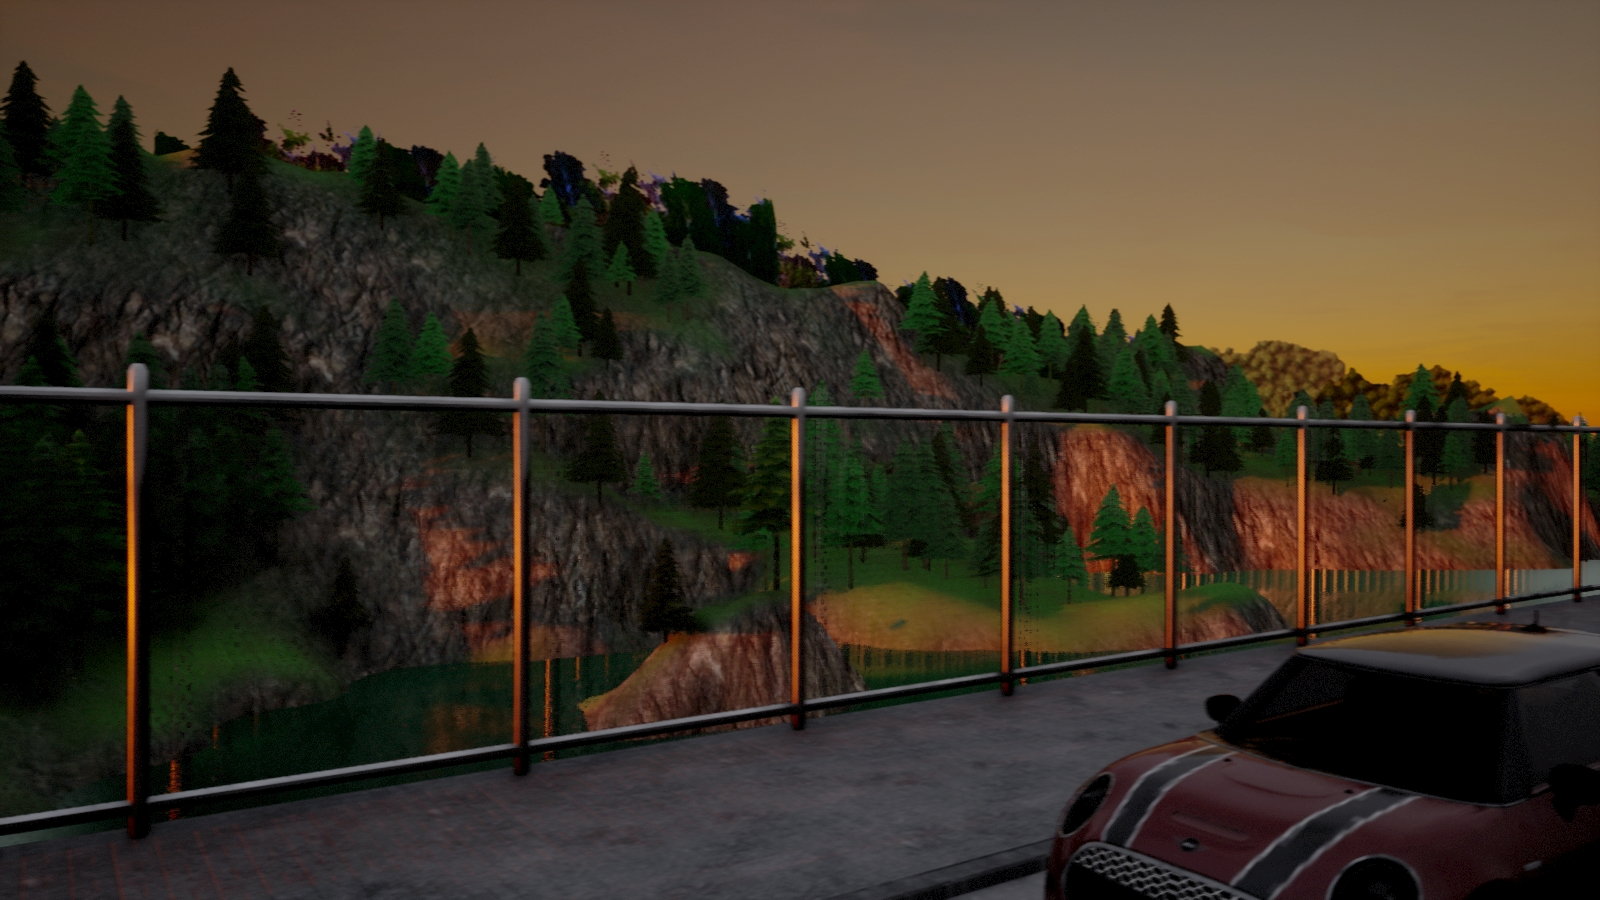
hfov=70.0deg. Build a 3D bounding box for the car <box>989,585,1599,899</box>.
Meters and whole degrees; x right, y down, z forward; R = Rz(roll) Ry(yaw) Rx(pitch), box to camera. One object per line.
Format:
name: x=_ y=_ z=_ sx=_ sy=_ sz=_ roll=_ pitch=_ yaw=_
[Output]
car: x=3.484 y=1.904 z=6.487 sx=4.553 sy=1.767 sz=2.097 roll=0 pitch=0 yaw=-34
